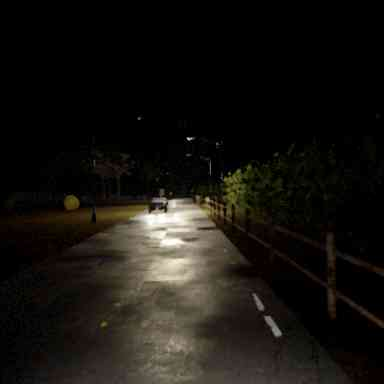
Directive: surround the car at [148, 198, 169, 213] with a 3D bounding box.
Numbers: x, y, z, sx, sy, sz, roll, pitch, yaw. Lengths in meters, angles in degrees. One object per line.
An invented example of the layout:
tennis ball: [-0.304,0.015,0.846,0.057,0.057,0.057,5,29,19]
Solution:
car: [-3.439,1.352,34.875,2.128,1.511,4.902,-1,0,-1]
